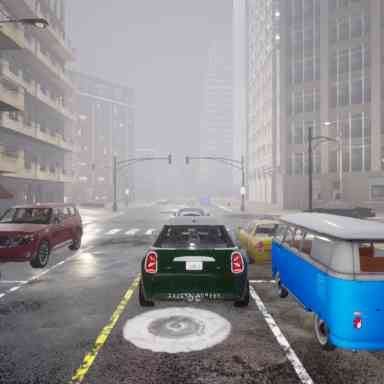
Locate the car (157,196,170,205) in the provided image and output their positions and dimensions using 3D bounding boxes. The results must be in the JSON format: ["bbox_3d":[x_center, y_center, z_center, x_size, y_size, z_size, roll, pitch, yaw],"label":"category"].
[{"bbox_3d":[-5.420,1.613,60.273,1.752,1.417,4.829,0,0,0],"label":"car"}]

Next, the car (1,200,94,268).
[{"bbox_3d":[-5.329,1.321,11.442,2.192,1.841,5.009,0,0,0],"label":"car"}]

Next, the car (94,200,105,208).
[{"bbox_3d":[-15.164,1.797,49.761,4.718,1.301,1.895,-1,-1,41],"label":"car"}]

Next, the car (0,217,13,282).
[{"bbox_3d":[-5.320,1.442,5.906,1.967,1.590,4.097,0,0,0],"label":"car"}]

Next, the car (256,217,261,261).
[{"bbox_3d":[2.549,1.531,11.633,1.752,1.417,4.829,0,0,0],"label":"car"}]

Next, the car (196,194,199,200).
[{"bbox_3d":[2.419,1.704,82.667,1.887,1.381,4.507,0,0,0],"label":"car"}]

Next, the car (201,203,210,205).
[{"bbox_3d":[-0.031,1.536,17.190,1.812,1.442,4.674,0,0,0],"label":"car"}]

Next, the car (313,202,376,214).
[{"bbox_3d":[11.239,1.456,25.887,5.357,1.411,2.033,0,-1,23],"label":"car"}]

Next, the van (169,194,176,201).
[{"bbox_3d":[-5.481,1.542,93.757,1.690,1.788,3.998,0,0,0],"label":"van"}]

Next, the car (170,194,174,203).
[{"bbox_3d":[-5.441,1.561,71.549,1.967,1.590,4.097,0,0,0],"label":"car"}]

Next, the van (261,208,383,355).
[{"bbox_3d":[2.561,1.343,5.927,1.690,1.788,3.998,0,0,0],"label":"van"}]

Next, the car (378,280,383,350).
[{"bbox_3d":[2.569,1.525,0.563,1.752,1.417,4.829,0,0,0],"label":"car"}]

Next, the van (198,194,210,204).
[{"bbox_3d":[2.460,1.429,60.458,1.690,1.788,3.998,0,0,0],"label":"van"}]

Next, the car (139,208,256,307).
[{"bbox_3d":[0.049,1.355,8.147,2.097,1.767,4.553,0,0,0],"label":"car"}]

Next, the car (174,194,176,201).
[{"bbox_3d":[-5.451,1.706,77.101,1.947,1.339,4.313,0,0,0],"label":"car"}]
